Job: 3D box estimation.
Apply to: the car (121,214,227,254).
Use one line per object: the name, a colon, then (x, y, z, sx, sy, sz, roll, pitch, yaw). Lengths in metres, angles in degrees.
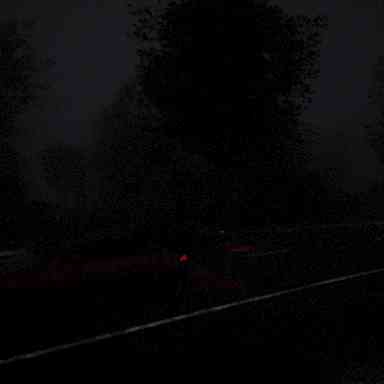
car: (-1.347, 1.479, 11.304, 5.357, 1.411, 2.033, 0, 0, -33)

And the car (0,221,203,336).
car: (-2.107, 1.517, 6.602, 4.181, 1.385, 1.994, 0, 0, -34)
